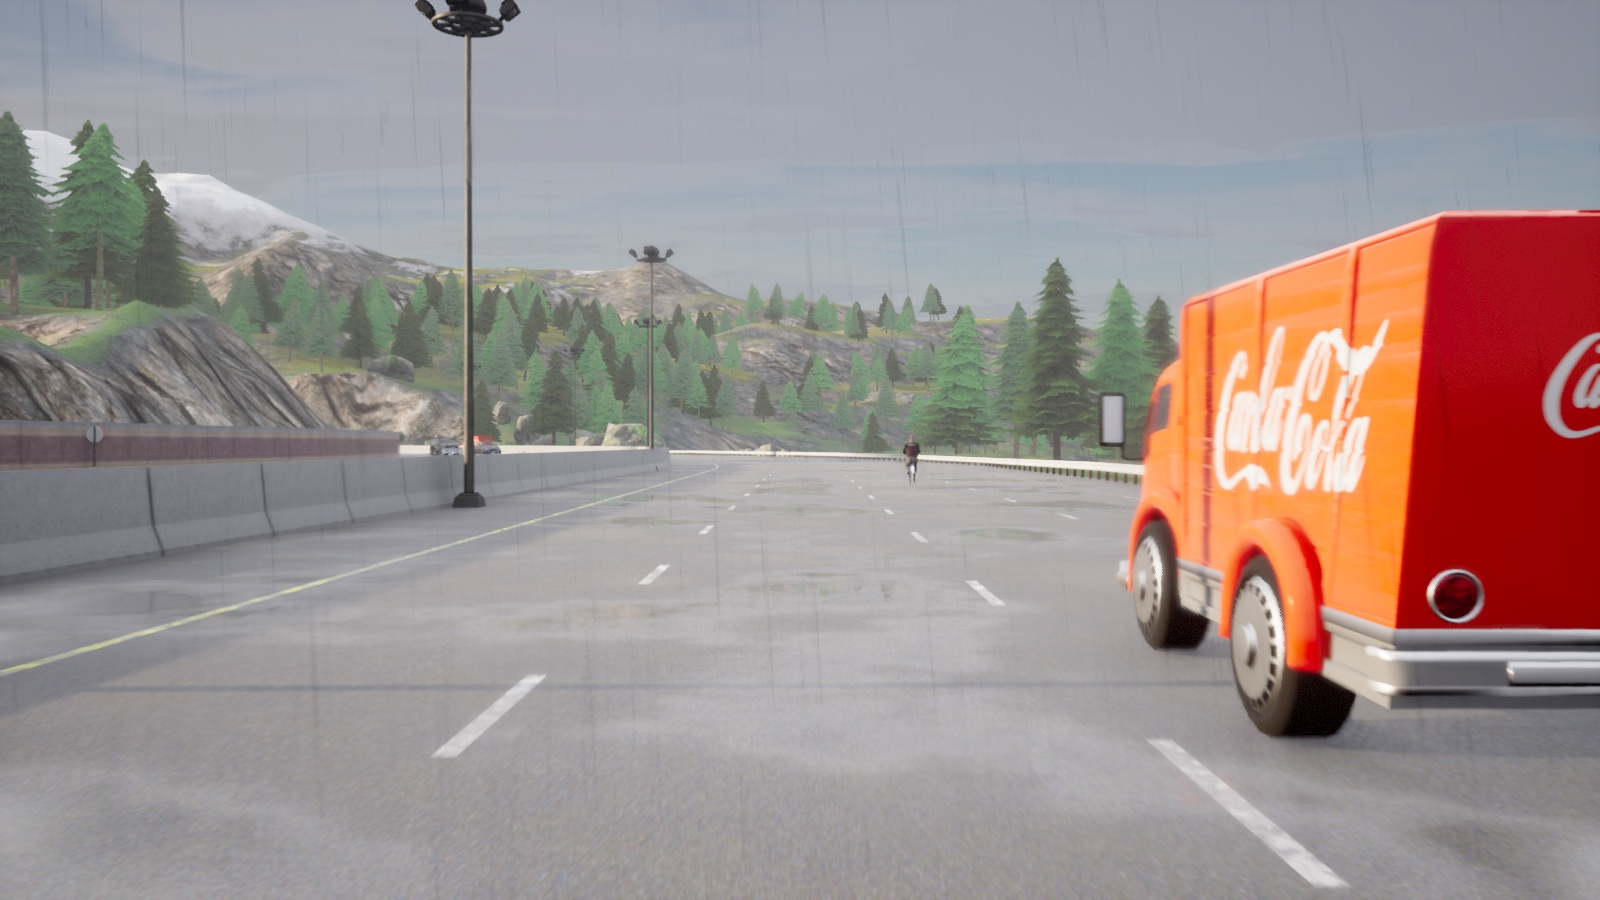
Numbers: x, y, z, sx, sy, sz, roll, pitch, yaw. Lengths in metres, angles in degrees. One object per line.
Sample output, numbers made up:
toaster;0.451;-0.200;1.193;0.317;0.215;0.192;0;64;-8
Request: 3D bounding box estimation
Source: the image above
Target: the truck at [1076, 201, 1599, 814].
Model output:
truck;3.559;0.219;7.650;2.627;2.467;5.204;0;0;0
